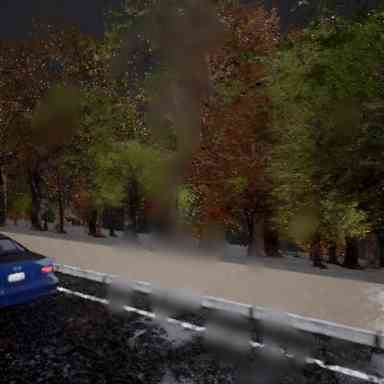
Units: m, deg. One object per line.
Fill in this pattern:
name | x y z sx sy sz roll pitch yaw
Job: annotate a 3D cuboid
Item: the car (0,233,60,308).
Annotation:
car | -5.162 1.562 7.376 5.357 1.411 2.033 0 0 36
